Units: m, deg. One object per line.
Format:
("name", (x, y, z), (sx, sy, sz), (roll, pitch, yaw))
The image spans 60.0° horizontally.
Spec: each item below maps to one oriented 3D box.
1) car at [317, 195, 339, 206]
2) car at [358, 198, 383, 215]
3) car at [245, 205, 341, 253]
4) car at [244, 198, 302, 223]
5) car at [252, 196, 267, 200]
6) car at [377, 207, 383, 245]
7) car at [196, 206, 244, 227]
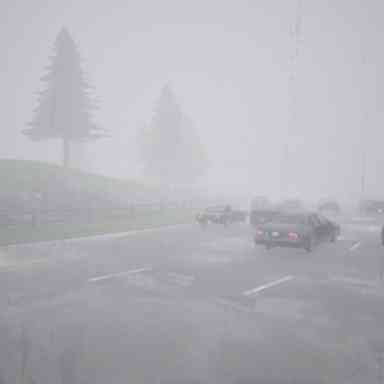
("car", (14.135, 1.358, 34.638), (1.812, 1.442, 4.674), (-1, 0, 17))
("car", (16.670, 1.312, 30.592), (1.837, 1.490, 4.892), (0, 0, 16))
("car", (4.476, 1.495, 13.593), (2.033, 1.411, 5.357), (-1, 0, 38))
("car", (5.310, 1.412, 21.260), (1.882, 1.535, 5.008), (0, 0, 31))
("car", (8.210, 1.245, 39.382), (2.097, 1.767, 4.553), (-1, 0, 16))
("car", (9.304, 1.459, 14.093), (1.994, 1.385, 4.181), (-1, 0, 35))
("car", (2.220, 1.567, 22.643), (1.895, 1.301, 4.718), (-1, 0, 31))
